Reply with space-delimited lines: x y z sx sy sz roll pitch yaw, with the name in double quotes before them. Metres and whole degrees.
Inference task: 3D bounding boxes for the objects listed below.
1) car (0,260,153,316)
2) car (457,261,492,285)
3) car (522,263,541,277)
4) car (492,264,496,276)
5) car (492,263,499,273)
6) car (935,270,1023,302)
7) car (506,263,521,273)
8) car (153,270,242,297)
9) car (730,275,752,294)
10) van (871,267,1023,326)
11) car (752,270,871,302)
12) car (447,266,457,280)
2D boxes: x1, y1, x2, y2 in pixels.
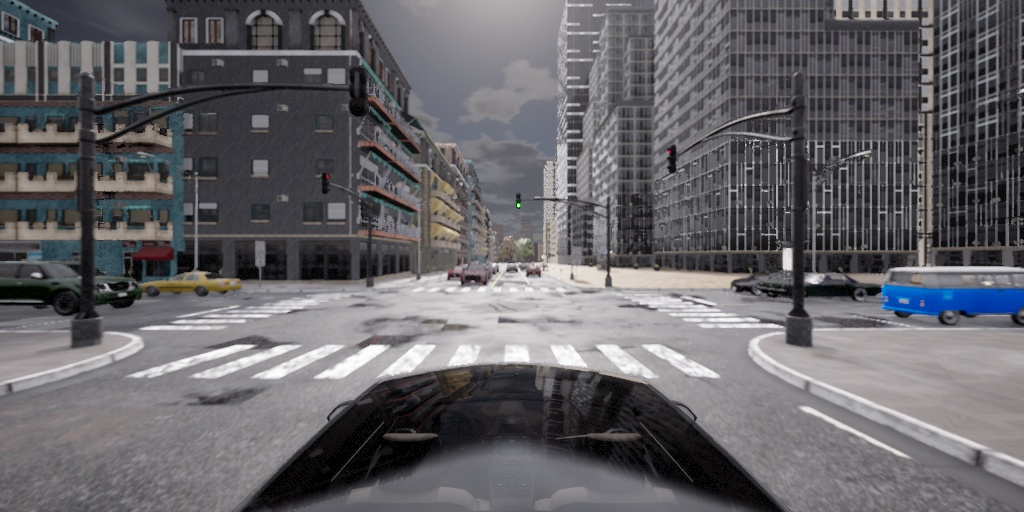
"car" -18.231 1.193 14.242 5.566 2.045 2.150 0 0 0
"car" -3.109 1.464 30.424 2.097 1.767 4.553 0 -1 -1
"car" 2.608 1.828 43.849 1.888 1.381 4.507 0 0 0
"car" -3.141 1.828 39.449 1.895 1.301 4.718 0 -1 0
"car" -3.149 1.957 49.512 1.895 1.301 4.718 0 -1 0
"car" 24.625 1.420 17.564 5.357 1.411 2.033 0 0 0
"car" 0.033 2.084 59.306 1.895 1.301 4.718 0 -1 0
"car" -17.903 1.482 20.038 4.829 1.417 1.751 0 0 0
"car" 14.655 1.451 20.130 4.313 1.339 1.948 0 0 0
"van" 14.678 1.245 11.749 3.998 1.789 1.690 0 0 0
"car" 14.837 1.492 17.539 4.718 1.301 1.895 0 0 0
"car" -5.733 1.755 38.134 1.888 1.381 4.507 0 0 0
